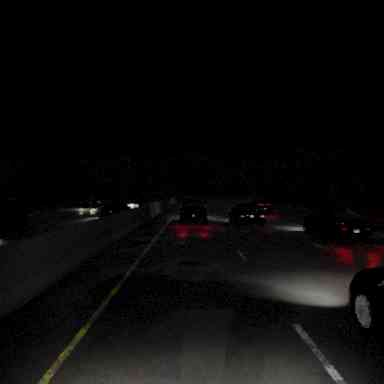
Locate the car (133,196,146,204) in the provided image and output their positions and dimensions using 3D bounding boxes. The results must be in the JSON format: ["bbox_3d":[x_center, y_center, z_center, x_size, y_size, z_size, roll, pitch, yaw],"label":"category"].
[{"bbox_3d":[-9.731,1.398,61.107,2.128,1.511,4.902,0,0,6],"label":"car"}]

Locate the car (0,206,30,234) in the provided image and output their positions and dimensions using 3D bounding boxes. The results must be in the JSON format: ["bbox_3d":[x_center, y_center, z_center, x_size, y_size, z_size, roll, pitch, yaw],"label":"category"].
[{"bbox_3d":[-10.597,1.498,18.212,1.812,1.442,4.674,0,0,0],"label":"car"}]

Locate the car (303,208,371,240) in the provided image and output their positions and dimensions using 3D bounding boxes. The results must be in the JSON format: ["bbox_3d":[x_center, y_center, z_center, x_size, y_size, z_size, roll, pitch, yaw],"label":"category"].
[{"bbox_3d":[7.104,1.500,16.642,1.812,1.442,4.674,0,0,0],"label":"car"}]

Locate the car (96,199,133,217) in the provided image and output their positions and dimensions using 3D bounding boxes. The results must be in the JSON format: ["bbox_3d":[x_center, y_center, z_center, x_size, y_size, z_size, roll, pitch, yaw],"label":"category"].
[{"bbox_3d":[-7.089,1.517,30.931,1.994,1.385,4.181,0,0,0],"label":"car"}]

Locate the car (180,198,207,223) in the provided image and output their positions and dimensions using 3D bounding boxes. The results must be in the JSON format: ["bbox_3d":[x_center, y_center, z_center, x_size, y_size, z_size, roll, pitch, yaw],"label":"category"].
[{"bbox_3d":[0.105,1.440,24.816,1.882,1.535,5.008,0,0,0],"label":"car"}]

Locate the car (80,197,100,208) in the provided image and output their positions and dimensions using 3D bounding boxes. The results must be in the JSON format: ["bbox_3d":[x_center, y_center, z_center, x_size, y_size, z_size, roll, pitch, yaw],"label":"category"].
[{"bbox_3d":[-14.017,1.407,46.504,1.882,1.535,5.008,0,0,1],"label":"car"}]

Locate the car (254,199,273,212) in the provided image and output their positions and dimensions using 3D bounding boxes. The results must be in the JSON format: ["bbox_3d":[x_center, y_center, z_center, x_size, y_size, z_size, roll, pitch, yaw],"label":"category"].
[{"bbox_3d":[7.106,1.438,34.744,2.128,1.511,4.902,0,0,0],"label":"car"}]

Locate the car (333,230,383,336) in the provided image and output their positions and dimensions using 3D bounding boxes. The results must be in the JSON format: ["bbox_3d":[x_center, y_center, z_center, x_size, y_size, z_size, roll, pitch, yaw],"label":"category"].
[{"bbox_3d":[3.601,1.499,3.766,1.837,1.490,4.892,0,0,0],"label":"car"}]

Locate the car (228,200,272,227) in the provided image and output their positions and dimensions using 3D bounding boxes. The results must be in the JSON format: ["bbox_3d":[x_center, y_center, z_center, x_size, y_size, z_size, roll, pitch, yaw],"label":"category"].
[{"bbox_3d":[3.604,1.513,22.493,2.033,1.411,5.357,0,0,0],"label":"car"}]
